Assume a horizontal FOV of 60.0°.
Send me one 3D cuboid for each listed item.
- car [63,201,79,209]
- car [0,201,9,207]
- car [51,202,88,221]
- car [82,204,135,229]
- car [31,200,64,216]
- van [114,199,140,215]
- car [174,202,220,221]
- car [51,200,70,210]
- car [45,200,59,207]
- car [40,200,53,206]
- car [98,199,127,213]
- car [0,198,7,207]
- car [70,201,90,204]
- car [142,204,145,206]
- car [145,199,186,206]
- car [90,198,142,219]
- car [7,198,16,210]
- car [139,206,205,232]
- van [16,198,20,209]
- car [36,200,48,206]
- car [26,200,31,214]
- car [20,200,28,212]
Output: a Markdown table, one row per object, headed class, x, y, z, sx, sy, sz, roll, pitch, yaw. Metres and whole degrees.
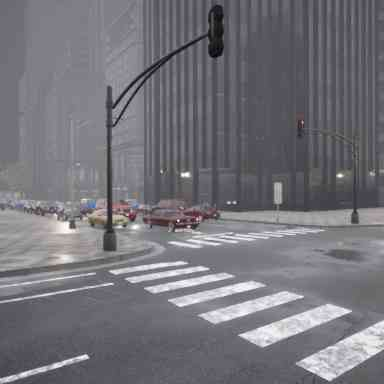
| class | x | y | z | sx | sy | sz | roll | pitch | yaw |
| --- | --- | --- | --- | --- | --- | --- | --- | --- | --- |
| car | -22.627 | 2.406 | 62.244 | 1.802 | 1.307 | 4.206 | -1 | 0 | -35 |
| car | -44.331 | 2.770 | 78.093 | 1.802 | 1.307 | 4.206 | -1 | 0 | -35 |
| car | -11.983 | 2.004 | 32.517 | 2.008 | 1.369 | 4.403 | -1 | 0 | -35 |
| car | -6.229 | 1.843 | 24.410 | 1.752 | 1.417 | 4.829 | -1 | 0 | -35 |
| car | -17.644 | 1.900 | 40.485 | 2.192 | 1.841 | 5.009 | -1 | 0 | -35 |
| van | -8.191 | 1.832 | 41.931 | 1.690 | 1.788 | 3.998 | -1 | 0 | -35 |
| car | 0.633 | 1.828 | 29.475 | 1.887 | 1.381 | 4.507 | -1 | 0 | -35 |
| car | -22.989 | 2.270 | 57.995 | 1.882 | 1.535 | 5.008 | 0 | -1 | -35 |
| car | -31.660 | 2.594 | 74.970 | 1.947 | 1.339 | 4.313 | -1 | 0 | -35 |
| car | -34.672 | 2.660 | 79.213 | 1.947 | 1.339 | 4.313 | -1 | 0 | -35 |
| car | -11.131 | 1.874 | 46.082 | 2.192 | 1.841 | 5.009 | -1 | 0 | -35 |
| car | -41.219 | 2.666 | 73.708 | 1.887 | 1.381 | 4.507 | -1 | 0 | -35 |
| car | -12.947 | 2.063 | 38.503 | 2.033 | 1.411 | 5.357 | 0 | -1 | -35 |
| car | -5.246 | 2.004 | 37.779 | 1.802 | 1.307 | 4.206 | -1 | 0 | -35 |
| car | -2.312 | 1.668 | 33.627 | 2.192 | 1.841 | 5.009 | -1 | 0 | -35 |
| car | -7.024 | 1.598 | 30.150 | 2.150 | 2.045 | 5.566 | 0 | -1 | -35 |
| car | -31.884 | 2.353 | 60.552 | 1.967 | 1.590 | 4.097 | -1 | 0 | -35 |
| car | -1.472 | 1.846 | 22.326 | 1.895 | 1.301 | 4.718 | 0 | -1 | -35 |
| van | -26.127 | 2.122 | 52.438 | 1.690 | 1.788 | 3.998 | -1 | 0 | -35 |
| car | -37.683 | 2.709 | 83.455 | 2.008 | 1.369 | 4.403 | -1 | 0 | -35 |
| car | -20.467 | 2.196 | 44.469 | 1.887 | 1.381 | 4.507 | -1 | 0 | -35 |
| car | -23.297 | 2.156 | 48.453 | 1.967 | 1.590 | 4.097 | -1 | 0 | -35 |
